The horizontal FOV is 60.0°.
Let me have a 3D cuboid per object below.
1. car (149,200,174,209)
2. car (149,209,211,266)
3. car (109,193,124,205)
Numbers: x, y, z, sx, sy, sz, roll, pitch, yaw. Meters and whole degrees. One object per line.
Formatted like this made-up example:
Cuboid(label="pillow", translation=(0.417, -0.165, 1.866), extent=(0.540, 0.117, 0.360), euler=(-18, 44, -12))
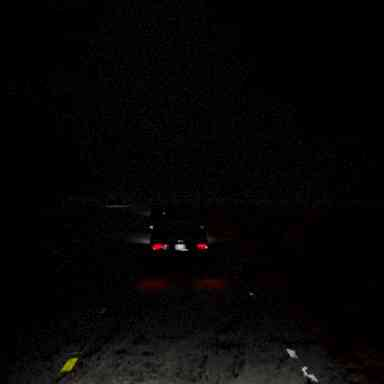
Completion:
Cuboid(label="car", translation=(-2.608, 1.458, 28.654), extent=(2.128, 1.511, 4.902), euler=(0, 0, -9))
Cuboid(label="car", translation=(-0.502, 1.533, 11.505), extent=(2.033, 1.411, 5.357), euler=(0, 0, -4))
Cuboid(label="car", translation=(-12.795, 1.168, 56.191), extent=(2.150, 2.045, 5.566), euler=(0, 0, -18))
